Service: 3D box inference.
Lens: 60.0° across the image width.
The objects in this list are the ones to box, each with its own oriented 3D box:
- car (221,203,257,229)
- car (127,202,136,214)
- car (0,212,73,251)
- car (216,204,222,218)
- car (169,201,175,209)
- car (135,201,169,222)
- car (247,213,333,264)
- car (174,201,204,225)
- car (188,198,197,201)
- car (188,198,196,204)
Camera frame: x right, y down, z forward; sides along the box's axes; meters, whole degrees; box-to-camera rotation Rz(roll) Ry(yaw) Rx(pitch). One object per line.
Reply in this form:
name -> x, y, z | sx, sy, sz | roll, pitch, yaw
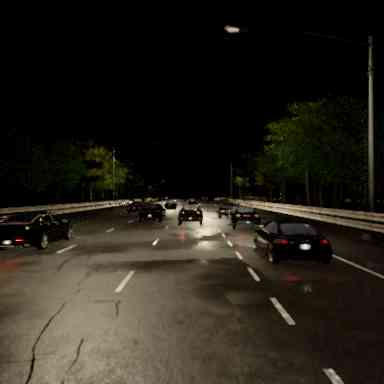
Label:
car -> 3.515, 1.719, 23.305 | 2.128, 1.511, 4.902 | 0, -1, 0
car -> -6.865, 1.950, 41.889 | 2.033, 1.411, 5.357 | 0, -1, 0
car -> -6.896, 1.650, 14.887 | 1.837, 1.490, 4.892 | 0, 0, 0
car -> 3.525, 1.879, 34.303 | 2.033, 1.411, 5.357 | 0, -1, 0
car -> -3.358, 2.069, 52.653 | 1.994, 1.385, 4.181 | 0, -1, 0
car -> -3.381, 1.758, 29.006 | 1.882, 1.535, 5.008 | 0, -1, 0
car -> 3.506, 1.685, 12.304 | 1.994, 1.385, 4.181 | 0, -1, 0
car -> -0.078, 1.752, 26.809 | 2.128, 1.511, 4.902 | 0, 0, 1
car -> 0.060, 2.253, 73.122 | 1.994, 1.385, 4.181 | 0, -1, 0
car -> 0.073, 2.371, 88.430 | 2.128, 1.511, 4.902 | 0, -1, 0
